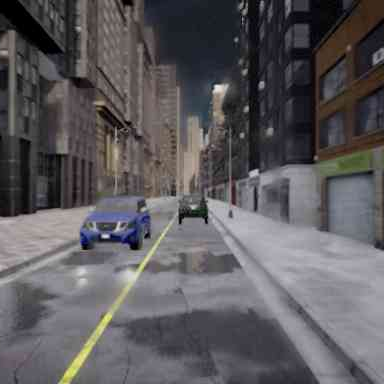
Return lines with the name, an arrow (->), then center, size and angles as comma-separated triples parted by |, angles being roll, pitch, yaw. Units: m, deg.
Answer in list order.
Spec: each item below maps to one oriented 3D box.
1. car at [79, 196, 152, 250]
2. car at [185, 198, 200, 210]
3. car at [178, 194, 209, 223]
car -> -3.070, 1.207, 14.525 | 2.150, 2.045, 5.566 | 0, 0, 0
car -> 0.095, 1.496, 43.459 | 1.812, 1.442, 4.674 | 0, 0, 0
car -> 0.097, 1.197, 25.493 | 2.150, 2.045, 5.566 | 0, 0, 0
